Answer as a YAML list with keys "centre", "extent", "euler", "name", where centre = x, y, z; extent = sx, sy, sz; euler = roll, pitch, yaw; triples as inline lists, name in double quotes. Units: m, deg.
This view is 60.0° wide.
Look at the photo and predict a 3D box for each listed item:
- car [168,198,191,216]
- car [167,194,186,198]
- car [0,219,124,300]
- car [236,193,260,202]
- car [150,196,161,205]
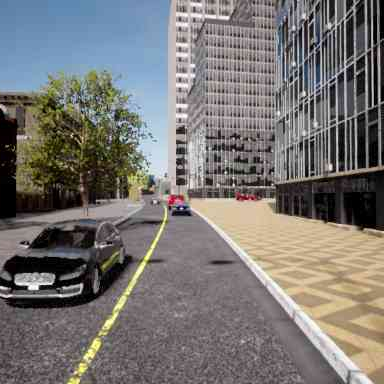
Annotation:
- centre: [-1.133, 1.563, 32.971]
  extent: [2.033, 1.411, 5.357]
  euler: [0, 0, -4]
  name: "car"
- centre: [-2.001, 1.241, 43.652]
  extent: [2.150, 2.045, 5.566]
  euler: [0, 0, -5]
  name: "car"
- centre: [-2.983, 1.508, 8.576]
  extent: [1.837, 1.490, 4.892]
  euler: [0, 0, -1]
  name: "car"
- centre: [11.571, 1.229, 68.736]
  extent: [5.009, 1.841, 2.192]
  euler: [0, -1, 13]
  name: "car"
- centre: [-6.393, 1.510, 57.970]
  extent: [2.128, 1.511, 4.902]
  euler: [0, 0, -6]
  name: "car"
